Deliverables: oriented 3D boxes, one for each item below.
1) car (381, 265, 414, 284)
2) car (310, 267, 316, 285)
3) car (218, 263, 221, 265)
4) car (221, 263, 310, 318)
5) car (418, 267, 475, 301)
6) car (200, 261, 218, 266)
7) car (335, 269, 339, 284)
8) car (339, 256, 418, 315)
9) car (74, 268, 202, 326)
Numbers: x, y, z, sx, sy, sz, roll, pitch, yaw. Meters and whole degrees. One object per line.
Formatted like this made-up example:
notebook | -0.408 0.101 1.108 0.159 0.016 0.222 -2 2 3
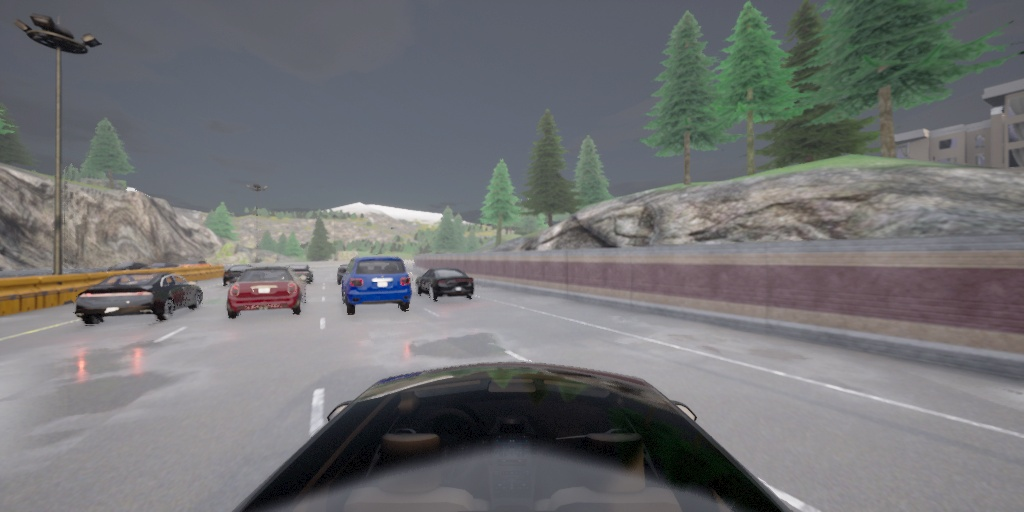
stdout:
car | -9.580 1.485 29.780 1.895 1.301 4.718 0 0 -26
car | -16.056 1.377 27.094 2.128 1.511 4.902 0 0 -26
car | -19.683 1.367 26.549 1.882 1.535 5.008 0 0 -26
car | -9.123 1.168 13.699 2.097 1.767 4.553 0 0 -27
car | -3.484 1.302 18.048 1.882 1.535 5.008 0 0 -27
car | -39.890 1.621 48.980 1.895 1.301 4.718 0 0 -16
car | -12.967 1.392 28.743 1.837 1.490 4.892 0 0 -26
car | -5.544 1.036 14.376 2.150 2.045 5.566 0 0 -27
car | -12.266 1.308 12.158 2.128 1.511 4.902 0 0 -27
